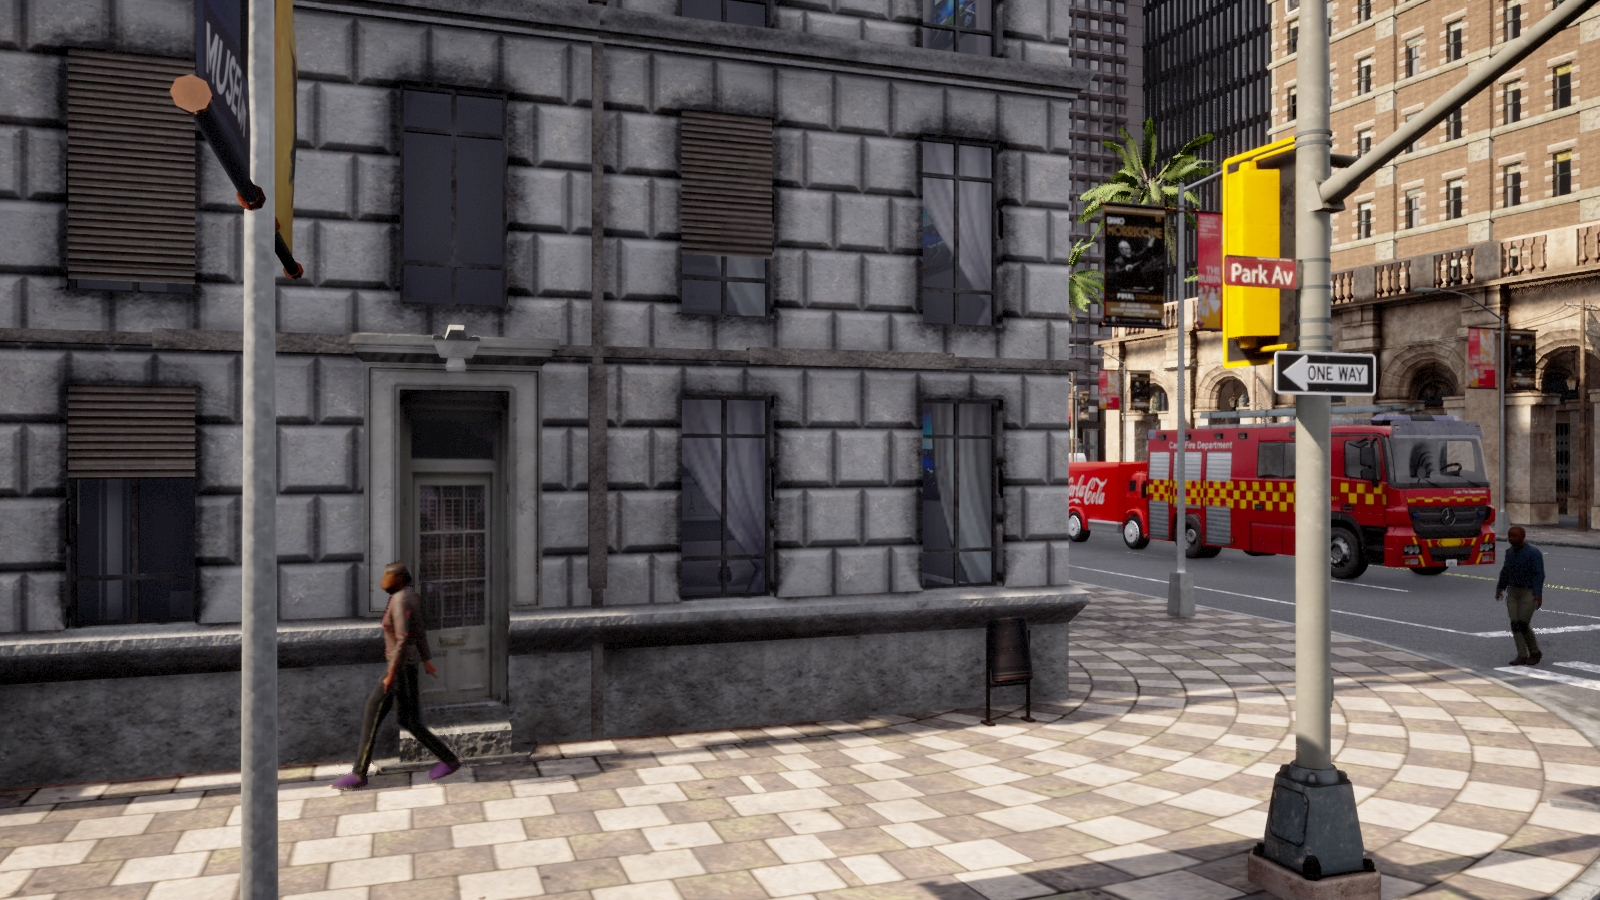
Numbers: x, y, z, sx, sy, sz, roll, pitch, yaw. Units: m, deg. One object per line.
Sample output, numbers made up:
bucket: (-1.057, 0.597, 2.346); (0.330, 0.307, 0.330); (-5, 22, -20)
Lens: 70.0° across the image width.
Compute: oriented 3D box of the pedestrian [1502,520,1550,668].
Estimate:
pedestrian: (9.390, 1.848, 14.785); (0.375, 1.860, 0.375); (0, 0, -19)

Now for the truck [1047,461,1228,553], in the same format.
truck: (9.884, 1.568, 34.016); (2.627, 2.467, 5.204); (0, 0, -19)

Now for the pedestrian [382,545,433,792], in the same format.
pedestrian: (-3.093, 1.696, 9.014); (0.375, 1.860, 0.375); (0, 0, -18)

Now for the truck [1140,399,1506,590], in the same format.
truck: (11.966, 0.892, 27.385); (2.891, 3.827, 8.468); (0, 0, -19)
